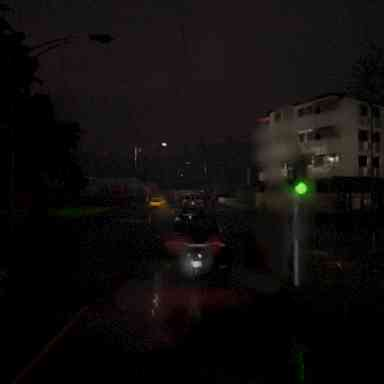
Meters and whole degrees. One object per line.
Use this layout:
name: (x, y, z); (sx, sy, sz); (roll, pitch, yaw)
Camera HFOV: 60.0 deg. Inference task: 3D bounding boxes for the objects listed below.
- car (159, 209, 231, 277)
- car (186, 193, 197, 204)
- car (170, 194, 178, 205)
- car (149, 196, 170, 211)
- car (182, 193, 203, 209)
car: (0.085, 1.489, 10.275); (2.128, 1.511, 4.902); (0, 0, 0)
car: (-0.022, 1.209, 67.234); (2.150, 2.045, 5.566); (0, 0, 0)
car: (-4.071, 1.536, 56.786); (2.033, 1.411, 5.357); (0, 0, 0)
car: (-4.092, 1.470, 40.380); (1.882, 1.535, 5.008); (0, 1, -2)
car: (0.087, 1.215, 37.176); (2.150, 2.045, 5.566); (0, 0, 0)
